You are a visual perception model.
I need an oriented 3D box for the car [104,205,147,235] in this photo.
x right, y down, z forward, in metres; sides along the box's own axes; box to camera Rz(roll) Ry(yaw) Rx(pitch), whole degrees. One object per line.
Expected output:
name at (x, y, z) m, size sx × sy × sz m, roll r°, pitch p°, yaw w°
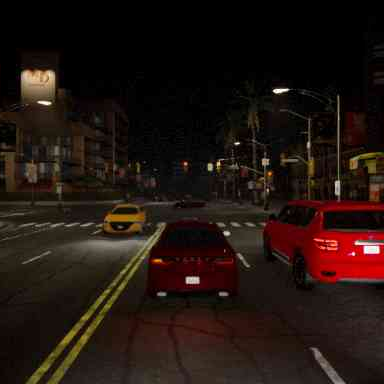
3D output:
car at (-3.703, 1.483, 19.178) m, size 1.882 × 1.535 × 5.008 m, roll 0°, pitch 0°, yaw -3°

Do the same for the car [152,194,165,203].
car at (-7.465, 1.575, 72.201) m, size 1.994 × 1.385 × 4.181 m, roll 0°, pitch 0°, yaw 0°

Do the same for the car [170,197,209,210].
car at (-0.273, 1.614, 43.148) m, size 1.895 × 1.301 × 4.718 m, roll 0°, pitch 0°, yaw 37°

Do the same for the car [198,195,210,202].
car at (3.016, 1.547, 75.786) m, size 2.128 × 1.511 × 4.902 m, roll 0°, pitch 0°, yaw 0°

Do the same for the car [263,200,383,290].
car at (3.512, 1.224, 9.192) m, size 2.150 × 2.045 × 5.566 m, roll 0°, pitch 0°, yaw 0°

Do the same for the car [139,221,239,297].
car at (0.015, 1.480, 8.616) m, size 1.882 × 1.535 × 5.008 m, roll 0°, pitch 0°, yaw 0°

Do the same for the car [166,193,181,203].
car at (-3.970, 1.248, 72.979) m, size 2.150 × 2.045 × 5.566 m, roll 0°, pitch 0°, yaw 0°

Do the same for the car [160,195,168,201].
car at (-7.587, 1.528, 90.638) m, size 1.837 × 1.490 × 4.892 m, roll 0°, pitch 0°, yaw 0°

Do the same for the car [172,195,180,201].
car at (-4.034, 1.550, 82.695) m, size 1.812 × 1.442 × 4.674 m, roll 0°, pitch 0°, yaw 0°
